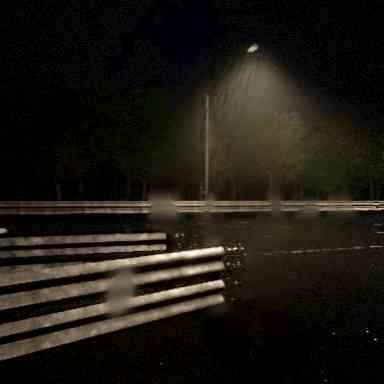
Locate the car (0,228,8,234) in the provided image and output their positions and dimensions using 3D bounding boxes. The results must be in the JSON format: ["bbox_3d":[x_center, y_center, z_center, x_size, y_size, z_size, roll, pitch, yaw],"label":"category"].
[{"bbox_3d":[-7.980,1.411,9.718,4.718,1.301,1.895,1,0,-20],"label":"car"}]
